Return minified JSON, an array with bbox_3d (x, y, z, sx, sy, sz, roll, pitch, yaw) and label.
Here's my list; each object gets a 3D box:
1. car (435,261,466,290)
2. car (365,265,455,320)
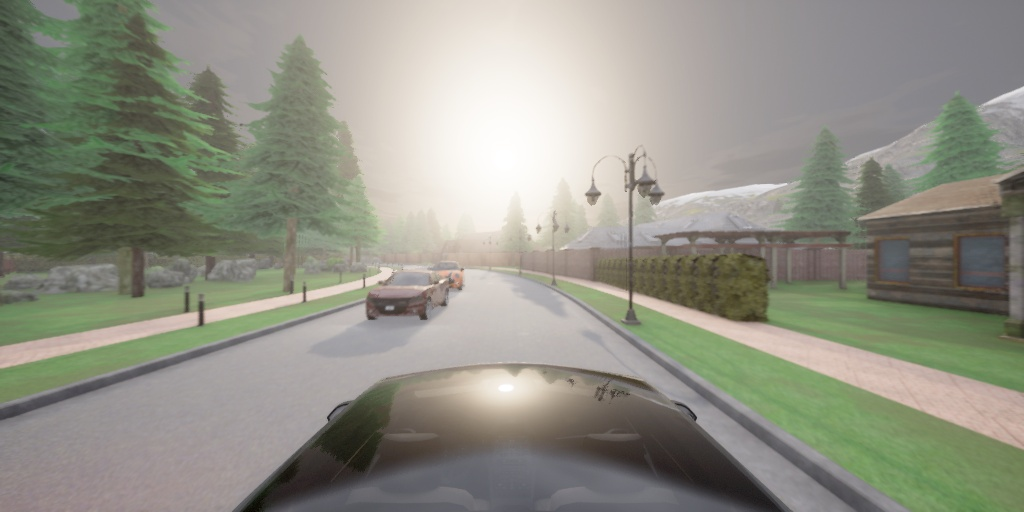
[{"bbox_3d":[-3.992,1.101,21.989,2.097,1.767,4.553,0,0,-4],"label":"car"},{"bbox_3d":[-3.505,1.227,12.805,1.882,1.535,5.008,0,0,0],"label":"car"}]
